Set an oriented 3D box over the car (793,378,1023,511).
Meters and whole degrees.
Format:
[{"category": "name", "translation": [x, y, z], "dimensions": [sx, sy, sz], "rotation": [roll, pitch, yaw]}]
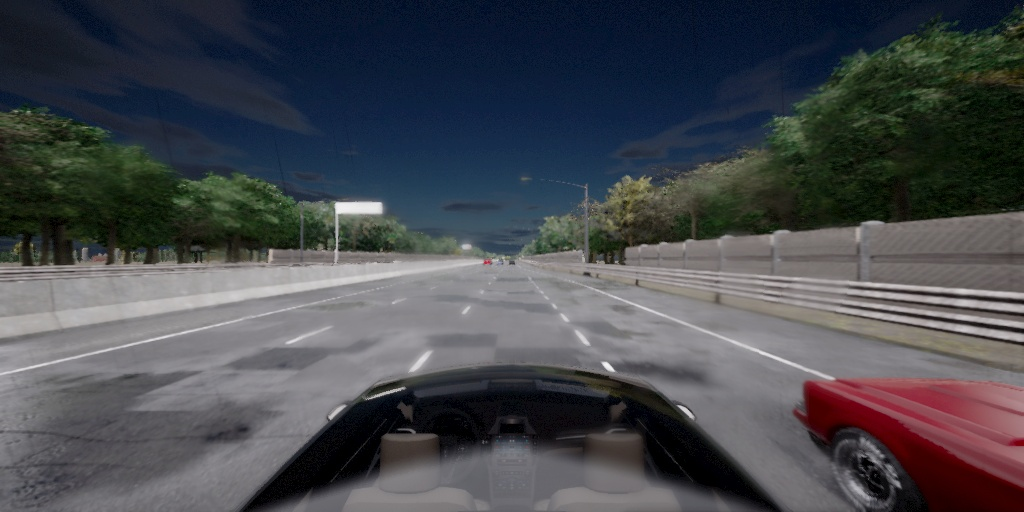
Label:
[{"category": "car", "translation": [3.597, 1.348, 1.226], "dimensions": [1.895, 1.301, 4.718], "rotation": [0, 0, 0]}]
